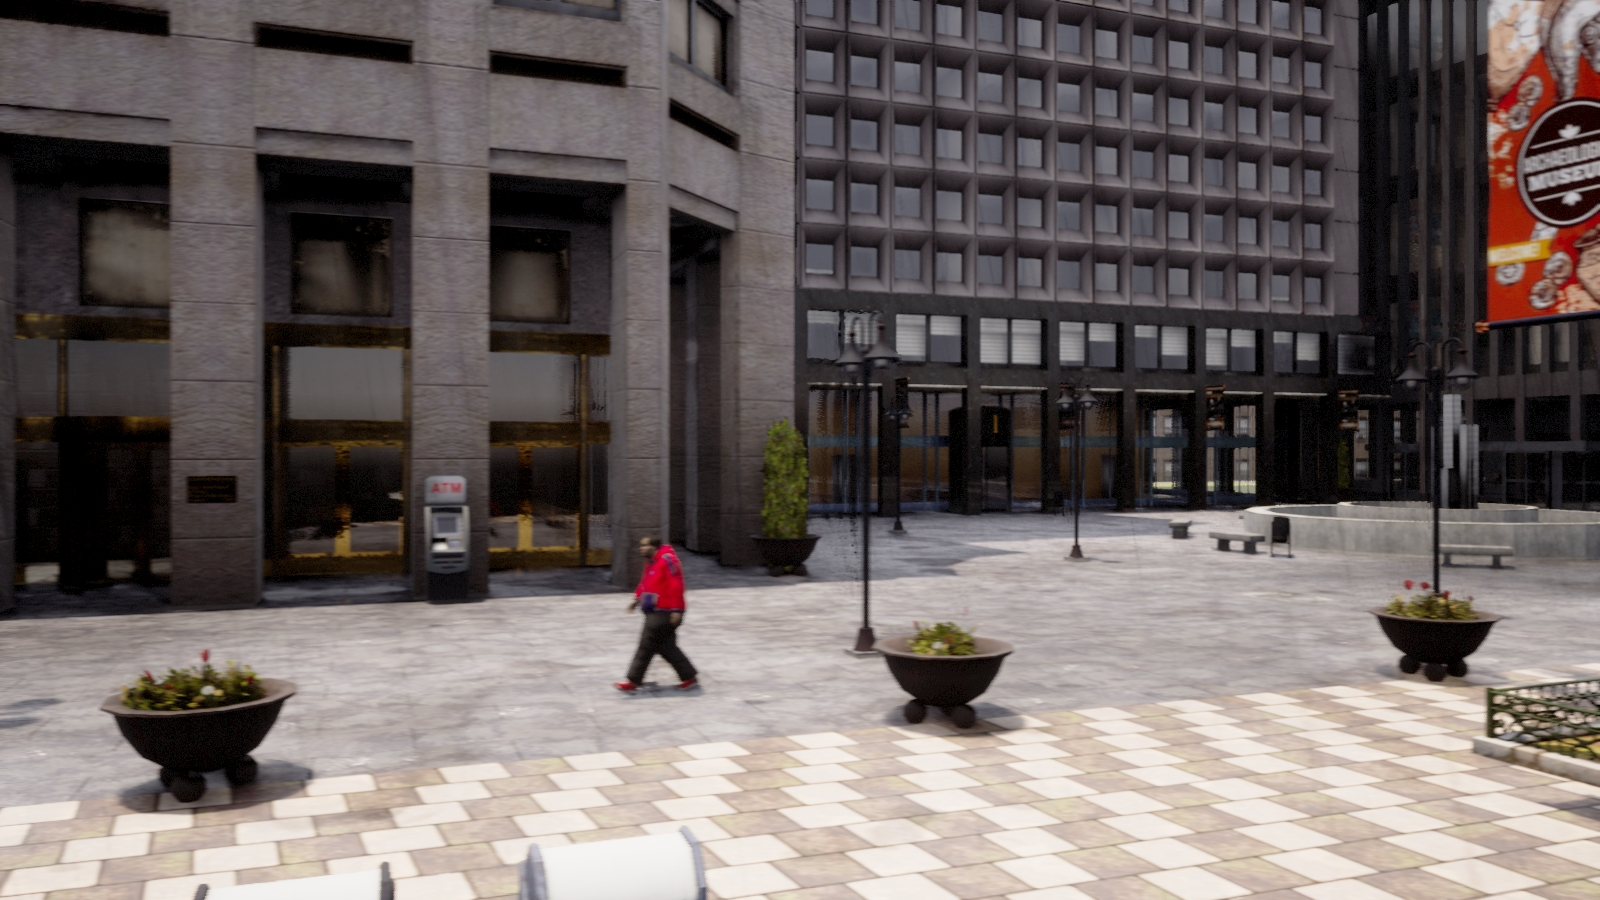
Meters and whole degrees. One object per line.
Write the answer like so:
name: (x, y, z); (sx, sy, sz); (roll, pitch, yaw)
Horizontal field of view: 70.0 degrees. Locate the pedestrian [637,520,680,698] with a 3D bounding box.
pedestrian: (-1.541, 1.706, 12.409); (0.375, 1.860, 0.375); (0, 0, -23)
